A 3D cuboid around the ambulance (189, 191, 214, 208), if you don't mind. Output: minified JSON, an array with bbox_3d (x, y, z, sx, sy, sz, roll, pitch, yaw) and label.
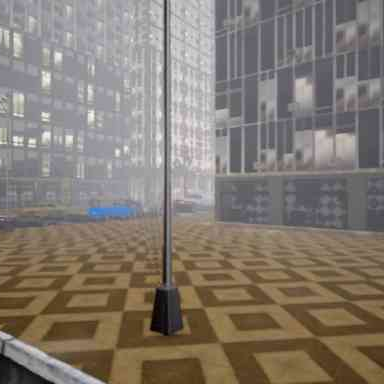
[{"bbox_3d":[1.271,1.047,45.362,2.351,2.431,6.366,0,0,38],"label":"ambulance"}]

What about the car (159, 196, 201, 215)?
[{"bbox_3d":[-1.343,1.459,33.249,1.967,1.590,4.097,0,0,38],"label":"car"}]

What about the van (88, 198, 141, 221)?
[{"bbox_3d":[-6.303,1.355,26.619,1.690,1.788,3.998,0,0,38],"label":"van"}]

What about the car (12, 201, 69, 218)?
[{"bbox_3d":[-13.694,1.524,30.330,1.752,1.417,4.829,0,0,38],"label":"car"}]
